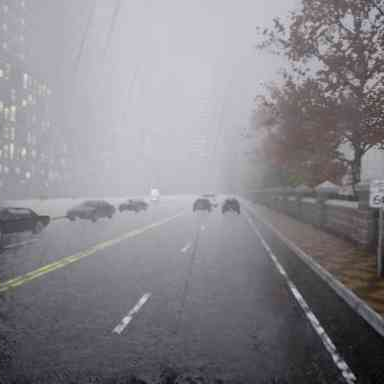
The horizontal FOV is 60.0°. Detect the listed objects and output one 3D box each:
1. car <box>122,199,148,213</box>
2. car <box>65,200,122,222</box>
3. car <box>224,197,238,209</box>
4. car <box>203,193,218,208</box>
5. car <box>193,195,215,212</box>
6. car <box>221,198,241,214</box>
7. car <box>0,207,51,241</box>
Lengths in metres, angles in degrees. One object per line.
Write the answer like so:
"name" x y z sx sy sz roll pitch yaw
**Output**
"car" -5.937 1.369 34.034 1.895 1.301 4.718 2 0 7
"car" -7.157 1.302 24.240 2.033 1.411 5.357 2 0 6
"car" 5.685 1.569 48.216 1.837 1.490 4.892 2 0 7
"car" 2.604 1.200 49.188 2.150 2.045 5.566 2 0 7
"car" 1.256 1.437 38.045 1.882 1.535 5.008 2 0 7
"car" 4.220 1.549 35.884 1.837 1.490 4.892 2 0 7
"car" -8.316 1.342 14.636 1.895 1.301 4.718 2 0 7
